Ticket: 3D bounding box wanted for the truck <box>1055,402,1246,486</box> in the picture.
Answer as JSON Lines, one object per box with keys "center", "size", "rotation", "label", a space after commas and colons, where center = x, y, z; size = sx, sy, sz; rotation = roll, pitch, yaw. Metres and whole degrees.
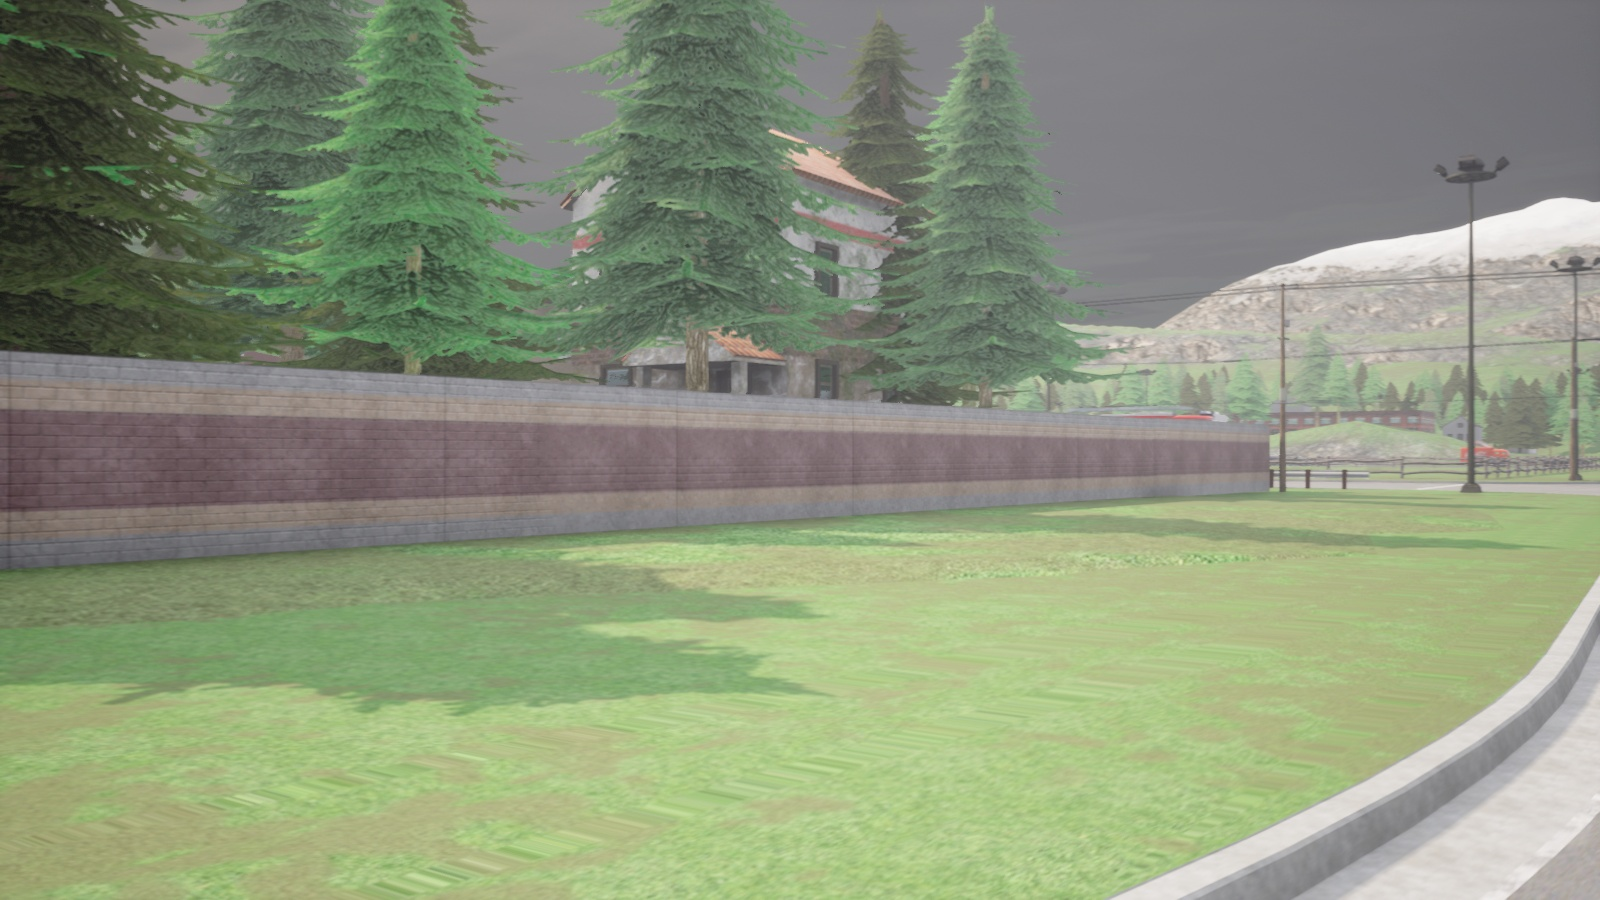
{"center": [16.932, -0.261, 61.042], "size": [8.468, 3.827, 2.891], "rotation": [0, 0, 34], "label": "truck"}
